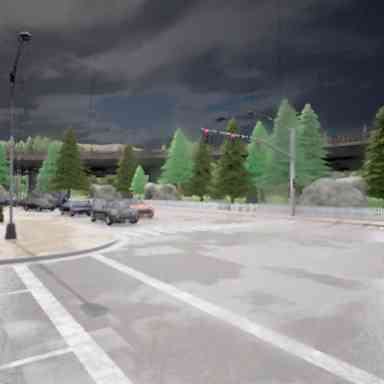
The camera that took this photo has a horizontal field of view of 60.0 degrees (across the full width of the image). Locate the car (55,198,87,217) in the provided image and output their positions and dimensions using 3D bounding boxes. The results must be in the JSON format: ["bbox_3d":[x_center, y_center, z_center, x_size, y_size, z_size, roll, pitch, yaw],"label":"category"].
[{"bbox_3d":[-11.030,1.548,31.511,2.033,1.411,5.357,0,0,-36],"label":"car"}]

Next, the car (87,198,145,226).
[{"bbox_3d":[-5.549,1.345,23.782,2.097,1.767,4.553,0,0,-36],"label":"car"}]

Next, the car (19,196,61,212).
[{"bbox_3d":[-17.922,1.509,39.081,4.892,1.490,1.837,0,0,37],"label":"car"}]

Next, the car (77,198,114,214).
[{"bbox_3d":[-10.618,1.505,36.434,2.128,1.511,4.902,0,0,-39],"label":"car"}]

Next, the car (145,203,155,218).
[{"bbox_3d":[-5.105,1.359,29.138,2.097,1.767,4.553,0,0,-36],"label":"car"}]

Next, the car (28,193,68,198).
[{"bbox_3d":[-19.819,1.232,44.482,5.566,2.045,2.150,0,0,28],"label":"car"}]

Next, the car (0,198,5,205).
[{"bbox_3d":[-32.657,1.576,55.062,4.181,1.385,1.994,0,0,-3],"label":"car"}]

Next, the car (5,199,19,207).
[{"bbox_3d":[-25.052,1.509,50.326,4.902,1.511,2.128,0,0,15],"label":"car"}]
